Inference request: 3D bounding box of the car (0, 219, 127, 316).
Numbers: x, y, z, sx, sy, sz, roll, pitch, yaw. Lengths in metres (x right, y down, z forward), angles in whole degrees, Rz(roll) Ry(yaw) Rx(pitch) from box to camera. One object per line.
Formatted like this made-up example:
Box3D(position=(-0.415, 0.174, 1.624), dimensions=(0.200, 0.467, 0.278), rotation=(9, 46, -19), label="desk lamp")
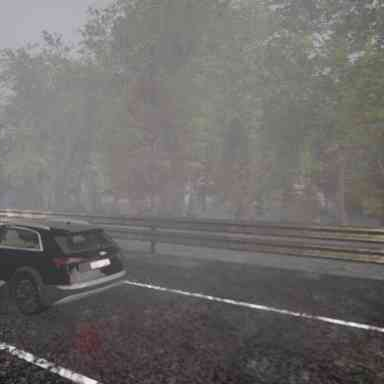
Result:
Box3D(position=(-3.649, 1.422, 7.476), dimensions=(4.856, 1.649, 2.033), rotation=(0, 0, 32), label="car")
